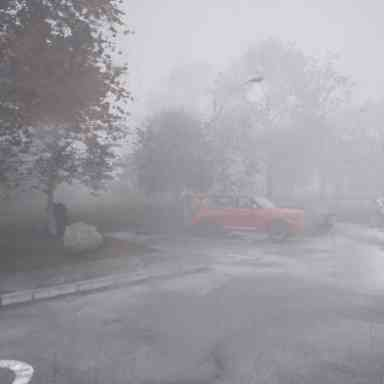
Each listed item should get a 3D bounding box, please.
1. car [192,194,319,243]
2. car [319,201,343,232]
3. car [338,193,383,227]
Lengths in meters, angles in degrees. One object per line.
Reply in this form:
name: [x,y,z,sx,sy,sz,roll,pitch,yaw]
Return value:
car: [2.640,1.127,15.649,5.566,2.045,2.435,-1,-1,34]
car: [4.958,1.374,17.425,4.792,1.488,2.163,-1,0,33]
car: [9.738,1.148,20.902,4.553,1.767,2.185,-1,0,33]
